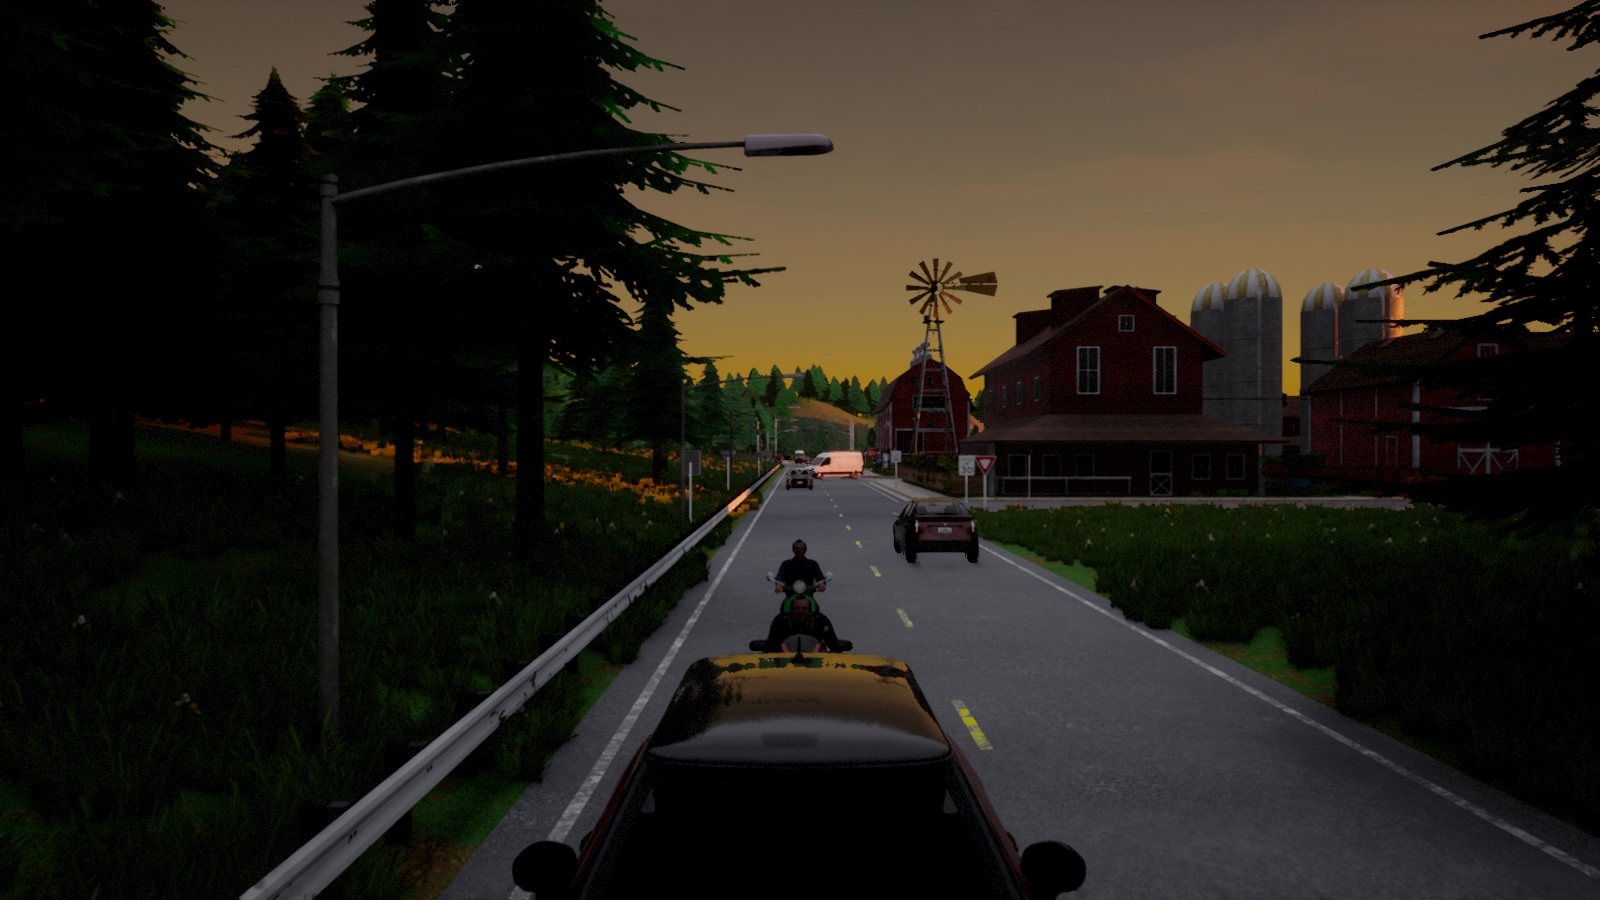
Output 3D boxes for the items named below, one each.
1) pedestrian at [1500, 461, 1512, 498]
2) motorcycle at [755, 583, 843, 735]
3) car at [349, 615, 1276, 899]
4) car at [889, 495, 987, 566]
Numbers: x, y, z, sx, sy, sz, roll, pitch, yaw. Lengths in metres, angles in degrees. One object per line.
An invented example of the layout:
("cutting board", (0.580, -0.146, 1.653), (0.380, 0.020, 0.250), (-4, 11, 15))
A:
("pedestrian", (36.323, 1.515, 58.763), (0.375, 1.860, 0.375), (0, 0, -14))
("motorcycle", (-0.006, 2.196, 12.399), (0.867, 1.251, 2.209), (0, 0, 0))
("car", (0.027, 1.901, 4.781), (2.097, 1.767, 4.553), (0, 0, 0))
("car", (3.484, 2.019, 29.641), (2.007, 1.525, 4.514), (0, 0, 0))
